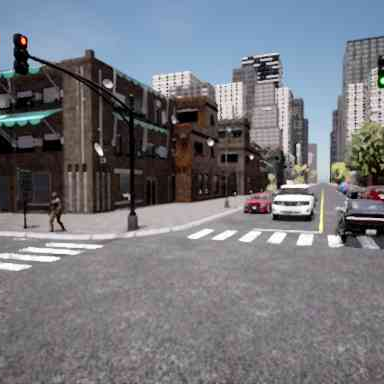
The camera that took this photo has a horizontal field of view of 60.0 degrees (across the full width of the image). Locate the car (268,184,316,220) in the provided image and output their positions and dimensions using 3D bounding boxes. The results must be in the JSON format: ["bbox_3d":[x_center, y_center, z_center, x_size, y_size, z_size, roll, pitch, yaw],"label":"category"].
[{"bbox_3d":[6.493,0.550,21.073,2.150,2.045,5.566,0,2,22],"label":"car"}]

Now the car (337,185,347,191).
[{"bbox_3d":[35.237,-0.890,78.214,1.802,1.307,4.206,0,2,22],"label":"car"}]

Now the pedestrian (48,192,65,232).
[{"bbox_3d":[-6.090,0.865,14.857,0.375,1.860,0.375,0,2,21],"label":"pedestrian"}]

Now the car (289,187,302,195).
[{"bbox_3d":[17.309,-0.159,55.598,1.802,1.307,4.206,0,2,22],"label":"car"}]

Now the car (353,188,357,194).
[{"bbox_3d":[17.000,0.516,31.974,1.947,1.339,4.313,0,2,22],"label":"car"}]

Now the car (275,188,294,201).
[{"bbox_3d":[11.168,0.269,40.025,1.752,1.417,4.829,0,2,22],"label":"car"}]

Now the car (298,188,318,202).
[{"bbox_3d":[14.051,0.277,40.005,2.033,1.411,5.357,0,2,22],"label":"car"}]

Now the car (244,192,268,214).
[{"bbox_3d":[5.071,0.769,24.806,1.887,1.381,4.507,0,2,22],"label":"car"}]

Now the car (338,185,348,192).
[{"bbox_3d":[33.272,-0.797,73.233,1.752,1.417,4.829,0,2,22],"label":"car"}]

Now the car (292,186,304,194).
[{"bbox_3d":[19.272,-0.368,60.576,1.752,1.417,4.829,0,2,22],"label":"car"}]

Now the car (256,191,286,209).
[{"bbox_3d":[7.177,0.629,29.908,1.947,1.339,4.313,0,2,22],"label":"car"}]

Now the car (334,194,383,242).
[{"bbox_3d":[6.875,1.047,13.362,2.128,1.511,4.902,0,2,22],"label":"car"}]

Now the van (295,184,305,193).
[{"bbox_3d":[21.361,-0.714,65.867,1.690,1.788,3.998,0,2,22],"label":"van"}]

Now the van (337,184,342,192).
[{"bbox_3d":[31.183,-0.821,67.932,1.690,1.788,3.998,0,2,22],"label":"van"}]

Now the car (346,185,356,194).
[{"bbox_3d":[21.053,0.194,42.249,1.947,1.339,4.313,0,2,22],"label":"car"}]

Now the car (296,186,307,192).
[{"bbox_3d":[23.388,-0.661,71.011,2.008,1.369,4.403,0,2,22],"label":"car"}]

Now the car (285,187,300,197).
[{"bbox_3d":[15.283,0.000,50.461,1.802,1.307,4.206,0,2,22],"label":"car"}]

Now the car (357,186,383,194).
[{"bbox_3d":[14.973,0.428,26.827,2.192,1.841,5.009,0,2,22],"label":"car"}]

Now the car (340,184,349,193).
[{"bbox_3d":[27.131,-0.267,57.662,1.802,1.307,4.206,0,2,22],"label":"car"}]

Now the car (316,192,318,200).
[{"bbox_3d":[10.199,0.596,30.422,1.994,1.385,4.181,0,2,22],"label":"car"}]

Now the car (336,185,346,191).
[{"bbox_3d":[37.263,-1.062,83.353,1.947,1.339,4.313,0,2,22],"label":"car"}]

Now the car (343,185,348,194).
[{"bbox_3d":[23.079,0.019,47.387,2.008,1.369,4.403,0,2,22],"label":"car"}]
